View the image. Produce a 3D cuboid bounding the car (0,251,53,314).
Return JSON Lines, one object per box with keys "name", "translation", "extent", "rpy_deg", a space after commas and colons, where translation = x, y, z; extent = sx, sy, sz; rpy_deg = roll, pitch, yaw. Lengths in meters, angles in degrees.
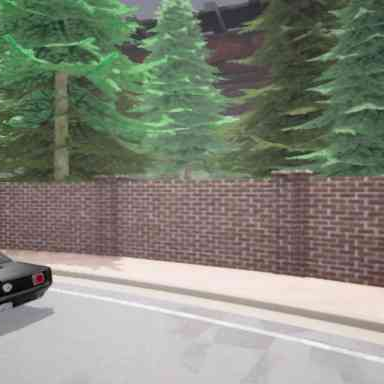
{"name": "car", "translation": [-5.005, 1.547, 6.098], "extent": [4.718, 1.301, 1.895], "rpy_deg": [0, 1, 23]}
